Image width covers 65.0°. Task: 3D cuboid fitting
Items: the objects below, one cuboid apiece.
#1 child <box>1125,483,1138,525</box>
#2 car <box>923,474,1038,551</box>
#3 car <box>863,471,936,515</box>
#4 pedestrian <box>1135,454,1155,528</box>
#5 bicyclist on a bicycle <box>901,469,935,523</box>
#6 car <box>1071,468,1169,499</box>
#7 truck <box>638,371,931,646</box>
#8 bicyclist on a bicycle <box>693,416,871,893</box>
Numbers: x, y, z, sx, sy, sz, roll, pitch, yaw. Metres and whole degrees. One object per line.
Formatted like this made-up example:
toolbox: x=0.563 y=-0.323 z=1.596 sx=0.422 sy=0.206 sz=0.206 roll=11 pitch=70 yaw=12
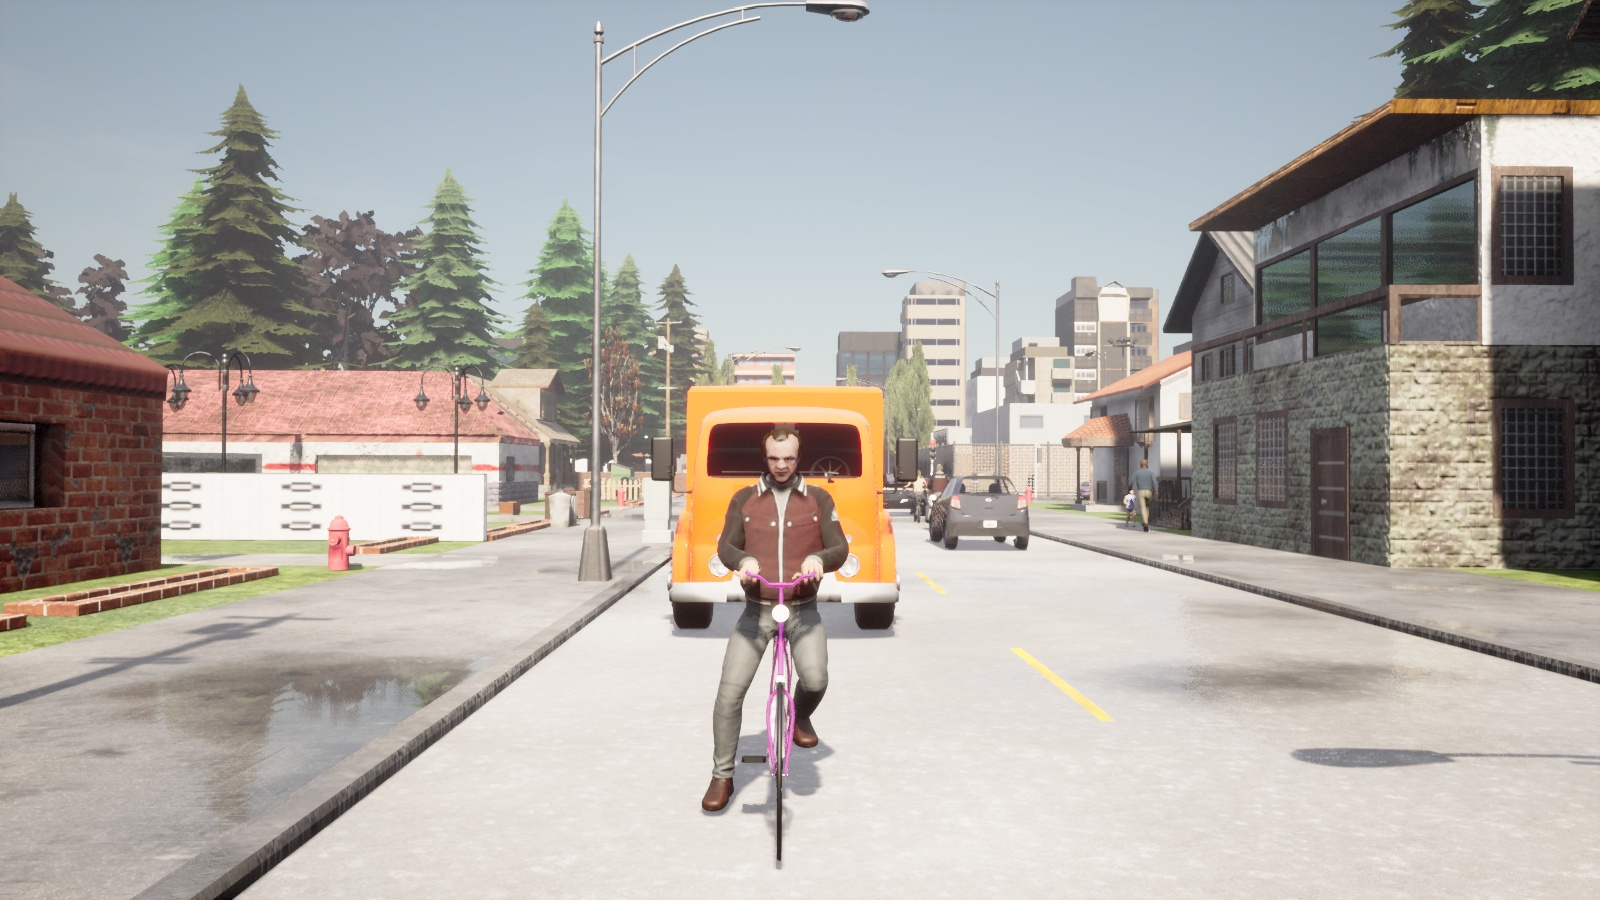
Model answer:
child: x=8.745 y=1.424 z=33.135 sx=0.255 sy=1.110 sz=0.394 roll=0 pitch=-1 yaw=1
car: x=3.705 y=1.255 z=26.393 sx=1.845 sy=1.501 sz=3.633 roll=0 pitch=-1 yaw=-1
car: x=3.519 y=1.516 z=45.323 sx=2.128 sy=1.511 sz=4.902 roll=0 pitch=-1 yaw=-1
pedestrian: x=8.580 y=1.013 z=31.233 sx=0.370 sy=1.835 sz=0.726 roll=0 pitch=-1 yaw=8
bicyclist on a bicycle: x=3.580 y=1.378 z=38.293 sx=0.866 sy=1.612 sz=1.509 roll=0 pitch=-1 yaw=-1
car: x=17.552 y=1.830 z=69.028 sx=4.856 sy=1.649 sz=2.033 roll=0 pitch=-1 yaw=-1
truck: x=-0.168 y=0.561 z=13.923 sx=2.627 sy=2.467 sz=5.204 roll=0 pitch=-1 yaw=-1
bicyclist on a bicycle: x=-0.079 y=0.780 z=5.614 sx=0.659 sy=1.776 sz=1.843 roll=0 pitch=-1 yaw=-1
